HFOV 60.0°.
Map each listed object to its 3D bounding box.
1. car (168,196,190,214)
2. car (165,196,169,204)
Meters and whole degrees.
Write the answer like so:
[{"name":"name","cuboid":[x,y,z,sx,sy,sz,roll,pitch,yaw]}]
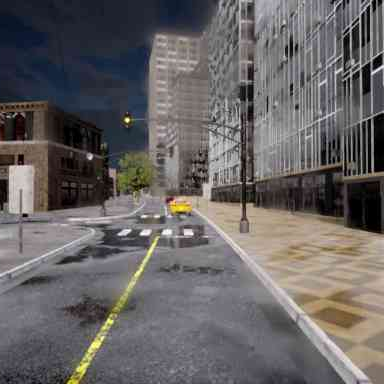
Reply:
[{"name":"car","cuboid":[-1.258,1.476,34.751,1.882,1.535,5.008,0,0,-4]},{"name":"car","cuboid":[-4.178,1.516,63.445,1.812,1.442,4.674,0,0,-7]}]
